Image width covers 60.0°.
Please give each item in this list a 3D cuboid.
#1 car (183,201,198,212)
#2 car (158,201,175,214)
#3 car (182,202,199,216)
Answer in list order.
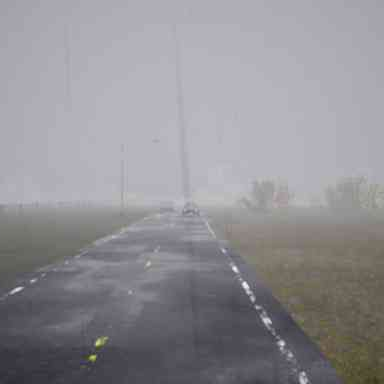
[{"bbox_3d":[-0.222,2.069,47.610,2.033,1.411,5.357,0,-1,0],"label":"car"},{"bbox_3d":[-3.128,1.928,41.836,1.882,1.535,5.008,0,-1,0],"label":"car"},{"bbox_3d":[-0.150,2.003,37.669,1.895,1.301,4.718,0,-1,0],"label":"car"}]
